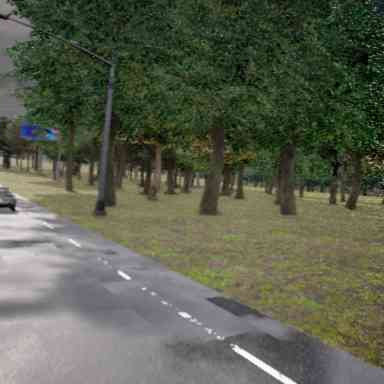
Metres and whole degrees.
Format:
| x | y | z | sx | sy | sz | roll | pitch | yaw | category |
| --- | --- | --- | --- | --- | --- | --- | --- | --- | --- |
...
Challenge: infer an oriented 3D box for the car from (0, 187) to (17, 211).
| x | y | z | sx | sy | sz | roll | pitch | yaw | category |
| --- | --- | --- | --- | --- | --- | --- | --- | --- | --- |
| -12.553 | 0.340 | 21.396 | 1.994 | 1.385 | 4.181 | 5 | 1 | -35 | car |
